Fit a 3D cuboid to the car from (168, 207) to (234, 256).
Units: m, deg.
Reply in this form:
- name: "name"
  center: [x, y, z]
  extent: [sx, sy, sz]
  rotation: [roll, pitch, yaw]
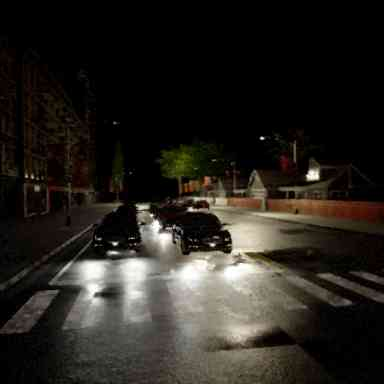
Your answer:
- name: "car"
  center: [0.296, 1.624, 13.967]
  extent: [1.837, 1.490, 4.892]
  rotation: [-1, 0, -10]

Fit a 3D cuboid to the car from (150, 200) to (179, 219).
- name: "car"
  center: [-2.823, 1.812, 32.633]
  extent: [2.128, 1.511, 4.902]
  rotation: [-1, 0, -9]

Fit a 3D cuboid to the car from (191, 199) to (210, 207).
- name: "car"
  center: [1.344, 1.892, 48.293]
  extent: [1.837, 1.490, 4.892]
  rotation: [-1, 0, -9]

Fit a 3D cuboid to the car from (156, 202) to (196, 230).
- name: "car"
  center: [-1.260, 1.697, 23.220]
  extent: [1.882, 1.535, 5.008]
  rotation: [-1, 0, -9]

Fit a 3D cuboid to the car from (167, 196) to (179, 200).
- name: "car"
  center: [-3.241, 1.730, 55.407]
  extent: [2.150, 2.045, 5.566]
  rotation: [-1, 0, -9]

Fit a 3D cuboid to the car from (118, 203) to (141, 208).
- name: "car"
  center: [-4.773, 1.786, 24.537]
  extent: [1.837, 1.490, 4.892]
  rotation: [-1, 0, -9]

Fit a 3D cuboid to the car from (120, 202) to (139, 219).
- name: "car"
  center: [-6.477, 1.895, 34.796]
  extent: [1.837, 1.490, 4.892]
  rotation: [-1, 0, -9]

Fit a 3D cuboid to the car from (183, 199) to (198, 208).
- name: "car"
  center: [-0.374, 1.969, 58.527]
  extent: [1.882, 1.535, 5.008]
  rotation: [-1, 0, -9]

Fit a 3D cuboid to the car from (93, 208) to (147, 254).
- name: "car"
  center: [-3.088, 1.677, 14.577]
  extent: [1.837, 1.490, 4.892]
  rotation: [-1, 0, -7]

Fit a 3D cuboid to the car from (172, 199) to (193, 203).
- name: "car"
  center: [-1.521, 2.005, 45.289]
  extent: [1.895, 1.301, 4.718]
  rotation: [-1, 0, -9]
